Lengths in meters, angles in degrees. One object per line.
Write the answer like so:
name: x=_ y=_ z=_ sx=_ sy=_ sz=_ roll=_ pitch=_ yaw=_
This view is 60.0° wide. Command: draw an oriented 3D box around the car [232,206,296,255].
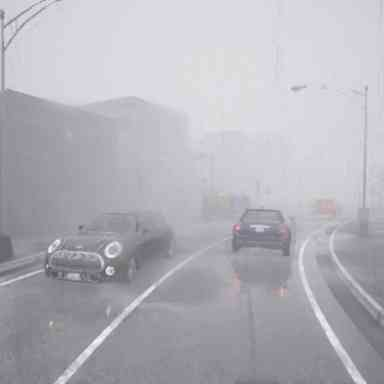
car: x=3.118 y=1.354 z=13.703 sx=2.097 sy=1.767 sz=4.553 roll=1 pitch=0 yaw=20

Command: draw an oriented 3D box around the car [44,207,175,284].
car: x=-2.060 y=1.296 z=9.599 sx=2.097 sy=1.767 sz=4.553 roll=1 pitch=0 yaw=15

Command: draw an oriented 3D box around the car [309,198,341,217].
car: x=13.404 y=1.435 z=32.978 sx=2.097 sy=1.767 sz=4.553 roll=1 pitch=0 yaw=31

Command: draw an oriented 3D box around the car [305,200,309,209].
car: x=16.987 y=1.546 z=46.032 sx=1.882 sy=1.535 sz=5.008 roll=1 pitch=0 yaw=32
